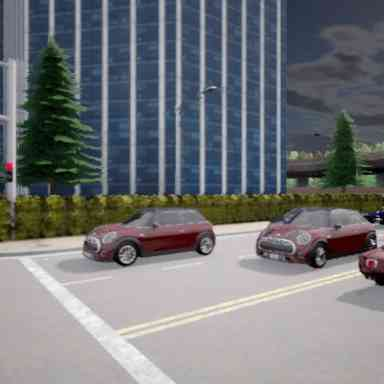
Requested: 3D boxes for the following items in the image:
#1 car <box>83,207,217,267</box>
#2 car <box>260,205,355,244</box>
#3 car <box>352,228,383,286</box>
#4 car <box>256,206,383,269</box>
[{"bbox_3d":[-1.378,1.355,11.608,4.553,1.767,2.097,0,0,-35],"label":"car"},{"bbox_3d":[5.921,1.499,16.805,4.902,1.511,2.128,0,0,-36],"label":"car"},{"bbox_3d":[6.159,1.606,8.143,4.718,1.301,1.895,0,0,-36],"label":"car"},{"bbox_3d":[4.305,1.357,11.359,4.553,1.767,2.097,0,0,-35],"label":"car"}]
